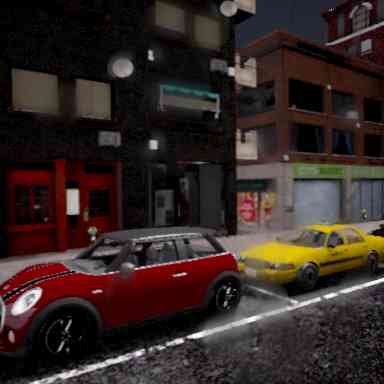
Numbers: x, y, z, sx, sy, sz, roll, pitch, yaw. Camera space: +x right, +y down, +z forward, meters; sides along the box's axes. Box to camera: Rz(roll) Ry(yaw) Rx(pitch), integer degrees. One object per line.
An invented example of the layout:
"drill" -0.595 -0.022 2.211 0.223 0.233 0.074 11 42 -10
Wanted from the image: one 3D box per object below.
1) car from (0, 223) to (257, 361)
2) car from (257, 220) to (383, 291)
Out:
"car" -1.120 1.397 5.744 4.097 1.590 1.967 0 -1 -34
"car" 3.314 1.461 8.744 4.829 1.417 1.752 0 -1 -34
